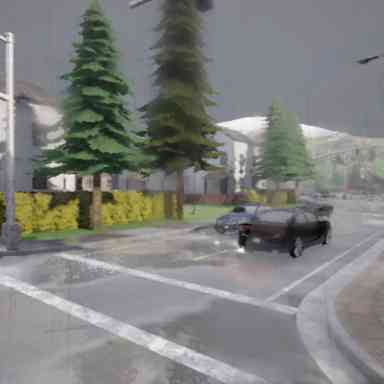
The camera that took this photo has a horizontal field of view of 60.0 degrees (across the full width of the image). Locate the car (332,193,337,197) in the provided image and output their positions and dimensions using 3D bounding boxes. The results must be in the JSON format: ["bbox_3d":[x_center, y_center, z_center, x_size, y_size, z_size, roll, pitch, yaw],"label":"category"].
[{"bbox_3d":[28.467,0.542,70.486,3.806,1.475,1.970,0,1,37],"label":"car"}]

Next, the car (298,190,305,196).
[{"bbox_3d":[29.879,0.317,85.064,4.514,1.523,2.007,0,1,37],"label":"car"}]

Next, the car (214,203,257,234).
[{"bbox_3d":[3.001,1.337,17.252,1.812,1.442,4.674,0,1,37],"label":"car"}]

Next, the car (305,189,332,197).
[{"bbox_3d":[25.956,0.287,68.220,3.866,1.878,1.905,0,1,37],"label":"car"}]

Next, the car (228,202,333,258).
[{"bbox_3d":[3.594,1.342,12.341,1.882,1.535,5.008,0,1,40],"label":"car"}]

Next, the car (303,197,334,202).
[{"bbox_3d":[9.038,1.316,25.025,1.895,1.301,4.718,0,1,38],"label":"car"}]
